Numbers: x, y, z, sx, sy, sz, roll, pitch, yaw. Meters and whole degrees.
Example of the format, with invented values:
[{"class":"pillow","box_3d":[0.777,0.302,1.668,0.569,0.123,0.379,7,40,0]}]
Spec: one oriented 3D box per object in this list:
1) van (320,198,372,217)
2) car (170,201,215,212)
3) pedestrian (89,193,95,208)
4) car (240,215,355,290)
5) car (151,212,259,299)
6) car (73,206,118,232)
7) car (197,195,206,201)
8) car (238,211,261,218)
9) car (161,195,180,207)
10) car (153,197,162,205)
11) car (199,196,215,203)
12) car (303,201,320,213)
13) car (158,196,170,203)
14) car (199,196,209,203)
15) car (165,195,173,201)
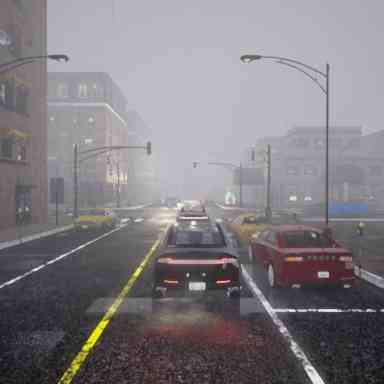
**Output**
[{"class":"van","box_3d":[14.587,1.413,31.168,3.998,1.788,1.690,0,0,-1]},{"class":"car","box_3d":[0.059,1.492,18.806,2.128,1.511,4.902,0,0,0]},{"class":"pedestrian","box_3d":[-12.727,1.079,42.224,0.375,1.860,0.375,0,0,-1]},{"class":"car","box_3d":[2.665,1.544,8.981,1.887,1.381,4.507,0,0,0]},{"class":"car","box_3d":[0.083,1.491,8.436,2.128,1.511,4.902,0,0,0]},{"class":"car","box_3d":[-5.742,1.527,20.190,1.752,1.417,4.829,0,0,0]},{"class":"car","box_3d":[2.485,1.621,87.027,2.008,1.369,4.403,-1,0,0]},{"class":"car","box_3d":[2.651,1.525,14.848,1.752,1.417,4.829,0,0,0]},{"class":"car","box_3d":[-3.211,1.544,50.411,1.812,1.442,4.674,0,0,0]},{"class":"car","box_3d":[-5.830,1.579,58.512,2.008,1.369,4.403,0,0,0]},{"class":"car","box_3d":[2.563,1.461,52.846,1.967,1.590,4.097,0,0,0]},{"class":"car","box_3d":[14.579,1.596,36.958,4.181,1.385,1.994,0,0,-1]},{"class":"car","box_3d":[-5.856,1.594,69.905,2.008,1.369,4.403,0,0,0]},{"class":"car","box_3d":[2.524,1.594,69.937,2.008,1.369,4.403,0,0,0]},{"class":"car","box_3d":[-5.896,1.596,86.825,1.752,1.417,4.829,0,0,0]}]
